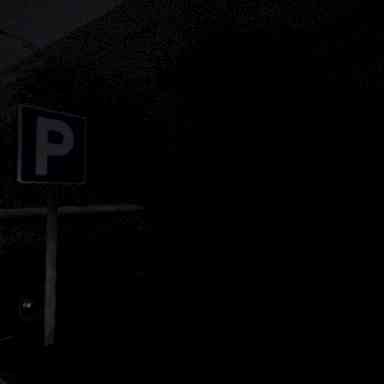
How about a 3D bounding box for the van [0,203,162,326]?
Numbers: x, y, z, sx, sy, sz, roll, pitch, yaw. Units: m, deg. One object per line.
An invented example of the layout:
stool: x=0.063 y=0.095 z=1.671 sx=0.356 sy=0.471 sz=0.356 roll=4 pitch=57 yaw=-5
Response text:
van: x=-2.498 y=1.272 z=7.227 sx=1.878 sy=1.987 sz=4.442 roll=-1 pitch=-1 yaw=36
